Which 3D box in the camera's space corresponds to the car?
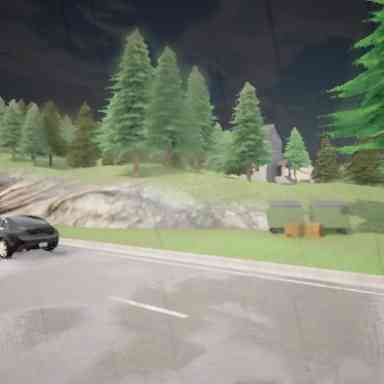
[{"bbox_3d":[-7.322,1.656,13.416,4.892,1.490,1.837,0,0,36],"label":"car"}]
